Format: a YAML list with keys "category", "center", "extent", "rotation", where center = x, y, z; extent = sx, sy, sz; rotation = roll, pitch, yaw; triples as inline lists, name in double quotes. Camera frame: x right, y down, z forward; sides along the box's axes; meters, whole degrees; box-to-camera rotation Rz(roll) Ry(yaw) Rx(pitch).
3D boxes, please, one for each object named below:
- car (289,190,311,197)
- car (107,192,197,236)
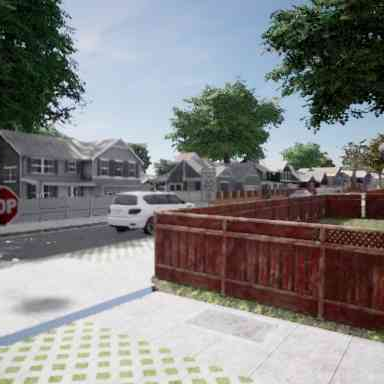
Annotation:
- category: "car"
  center: [15.037, 0.505, 46.145]
  extent: [2.097, 1.767, 4.553]
  rotation: [0, 1, 35]
- category: "car"
  center: [-1.802, 0.990, 17.243]
  extent: [2.150, 2.045, 5.566]
  rotation: [0, 1, 35]
